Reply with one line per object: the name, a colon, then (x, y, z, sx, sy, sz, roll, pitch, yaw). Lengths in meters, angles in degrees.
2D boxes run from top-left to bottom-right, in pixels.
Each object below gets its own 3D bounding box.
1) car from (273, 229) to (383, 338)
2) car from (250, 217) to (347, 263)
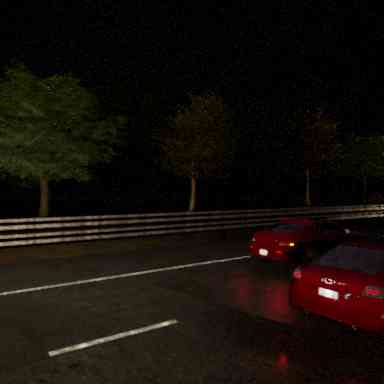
car: (3.798, 1.587, 6.444, 4.181, 1.385, 1.994, 0, 0, -35)
car: (3.916, 1.558, 10.826, 4.674, 1.442, 1.812, 0, 0, -35)
